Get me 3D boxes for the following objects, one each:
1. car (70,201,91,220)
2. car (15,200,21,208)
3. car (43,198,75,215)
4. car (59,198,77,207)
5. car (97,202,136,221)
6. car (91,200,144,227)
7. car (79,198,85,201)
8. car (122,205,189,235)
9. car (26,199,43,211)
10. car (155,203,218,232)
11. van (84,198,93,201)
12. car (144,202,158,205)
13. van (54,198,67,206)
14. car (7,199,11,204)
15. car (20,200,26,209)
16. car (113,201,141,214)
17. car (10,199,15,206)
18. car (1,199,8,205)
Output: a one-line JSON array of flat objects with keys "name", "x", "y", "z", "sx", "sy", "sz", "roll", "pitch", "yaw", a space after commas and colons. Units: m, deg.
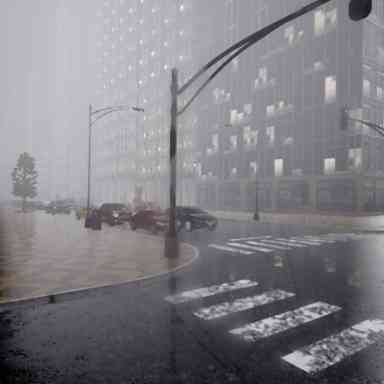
[{"name": "car", "x": -8.655, "y": 1.712, "z": 28.563, "sx": 1.752, "sy": 1.417, "sz": 4.829, "roll": 1, "pitch": -1, "yaw": -35}, {"name": "car", "x": -28.314, "y": 2.061, "z": 56.634, "sx": 1.887, "sy": 1.381, "sz": 4.507, "roll": 1, "pitch": -1, "yaw": -35}, {"name": "car", "x": -15.273, "y": 1.737, "z": 38.014, "sx": 1.967, "sy": 1.590, "sz": 4.097, "roll": 1, "pitch": -1, "yaw": -35}, {"name": "car", "x": -24.709, "y": 2.033, "z": 66.098, "sx": 2.192, "sy": 1.841, "sz": 5.009, "roll": 1, "pitch": -1, "yaw": -35}, {"name": "car", "x": -7.102, "y": 1.747, "z": 30.877, "sx": 1.837, "sy": 1.490, "sz": 4.892, "roll": 1, "pitch": -1, "yaw": -35}, {"name": "car", "x": -5.493, "y": 1.573, "z": 24.048, "sx": 1.967, "sy": 1.590, "sz": 4.097, "roll": 1, "pitch": -1, "yaw": -35}, {"name": "car", "x": -16.332, "y": 1.891, "z": 44.125, "sx": 2.128, "sy": 1.511, "sz": 4.902, "roll": 1, "pitch": -1, "yaw": -35}, {"name": "car", "x": -2.233, "y": 1.661, "z": 19.391, "sx": 1.802, "sy": 1.307, "sz": 4.206, "roll": 1, "pitch": -1, "yaw": -35}, {"name": "car", "x": -21.794, "y": 1.958, "z": 47.323, "sx": 2.008, "sy": 1.369, "sz": 4.403, "roll": 1, "pitch": -1, "yaw": -35}, {"name": "car", "x": -0.286, "y": 1.632, "z": 21.139, "sx": 1.837, "sy": 1.490, "sz": 4.892, "roll": 1, "pitch": -1, "yaw": -33}, {"name": "van", "x": -18.189, "y": 1.950, "z": 56.787, "sx": 1.690, "sy": 1.788, "sz": 3.998, "roll": 1, "pitch": -1, "yaw": -35}, {"name": "car", "x": -5.149, "y": 1.830, "z": 38.164, "sx": 1.967, "sy": 1.590, "sz": 4.097, "roll": 1, "pitch": -1, "yaw": -35}, {"name": "van", "x": -27.969, "y": 2.114, "z": 70.753, "sx": 1.690, "sy": 1.788, "sz": 3.998, "roll": 1, "pitch": -1, "yaw": -35}, {"name": "car", "x": -34.834, "y": 2.208, "z": 65.944, "sx": 1.802, "sy": 1.307, "sz": 4.206, "roll": 1, "pitch": -1, "yaw": -35}, {"name": "car", "x": -25.054, "y": 2.028, "z": 51.979, "sx": 1.947, "sy": 1.339, "sz": 4.313, "roll": 1, "pitch": -1, "yaw": -35}, {"name": "car", "x": -8.506, "y": 1.972, "z": 42.958, "sx": 1.752, "sy": 1.417, "sz": 4.829, "roll": 1, "pitch": -1, "yaw": -35}, {"name": "car", "x": -31.574, "y": 2.122, "z": 61.289, "sx": 2.008, "sy": 1.369, "sz": 4.403, "roll": 1, "pitch": -1, "yaw": -35}, {"name": "car", "x": -41.354, "y": 2.286, "z": 75.256, "sx": 2.008, "sy": 1.369, "sz": 4.403, "roll": 1, "pitch": -1, "yaw": -35}]
